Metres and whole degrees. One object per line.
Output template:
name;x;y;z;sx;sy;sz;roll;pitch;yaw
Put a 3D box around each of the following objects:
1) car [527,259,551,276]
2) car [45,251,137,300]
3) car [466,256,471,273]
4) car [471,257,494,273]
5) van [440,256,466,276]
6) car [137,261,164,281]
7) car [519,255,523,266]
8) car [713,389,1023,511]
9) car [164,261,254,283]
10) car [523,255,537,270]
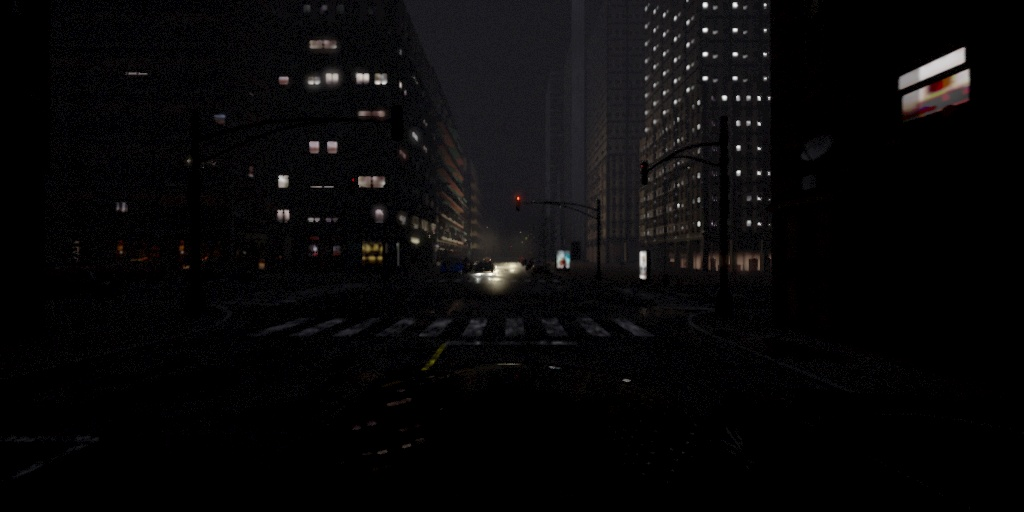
car;2.691;1.181;33.885;1.802;1.307;4.207;0;0;0
car;-18.773;0.720;14.330;5.009;1.841;2.192;0;0;0
car;-5.691;0.889;39.413;2.192;1.841;5.009;0;0;0
car;-3.002;1.140;39.699;1.994;1.385;4.181;0;0;0
van;-5.691;0.940;33.886;1.690;1.789;3.998;0;0;0
car;-24.365;0.934;22.670;4.207;1.307;1.802;0;0;0
car;2.690;0.918;61.522;1.967;1.591;4.097;0;0;0
car;2.692;1.317;1.480;1.948;1.339;4.313;0;0;0
car;-18.795;0.998;22.711;4.313;1.339;1.948;0;0;0
car;2.690;0.989;44.940;1.967;1.591;4.097;0;0;0
